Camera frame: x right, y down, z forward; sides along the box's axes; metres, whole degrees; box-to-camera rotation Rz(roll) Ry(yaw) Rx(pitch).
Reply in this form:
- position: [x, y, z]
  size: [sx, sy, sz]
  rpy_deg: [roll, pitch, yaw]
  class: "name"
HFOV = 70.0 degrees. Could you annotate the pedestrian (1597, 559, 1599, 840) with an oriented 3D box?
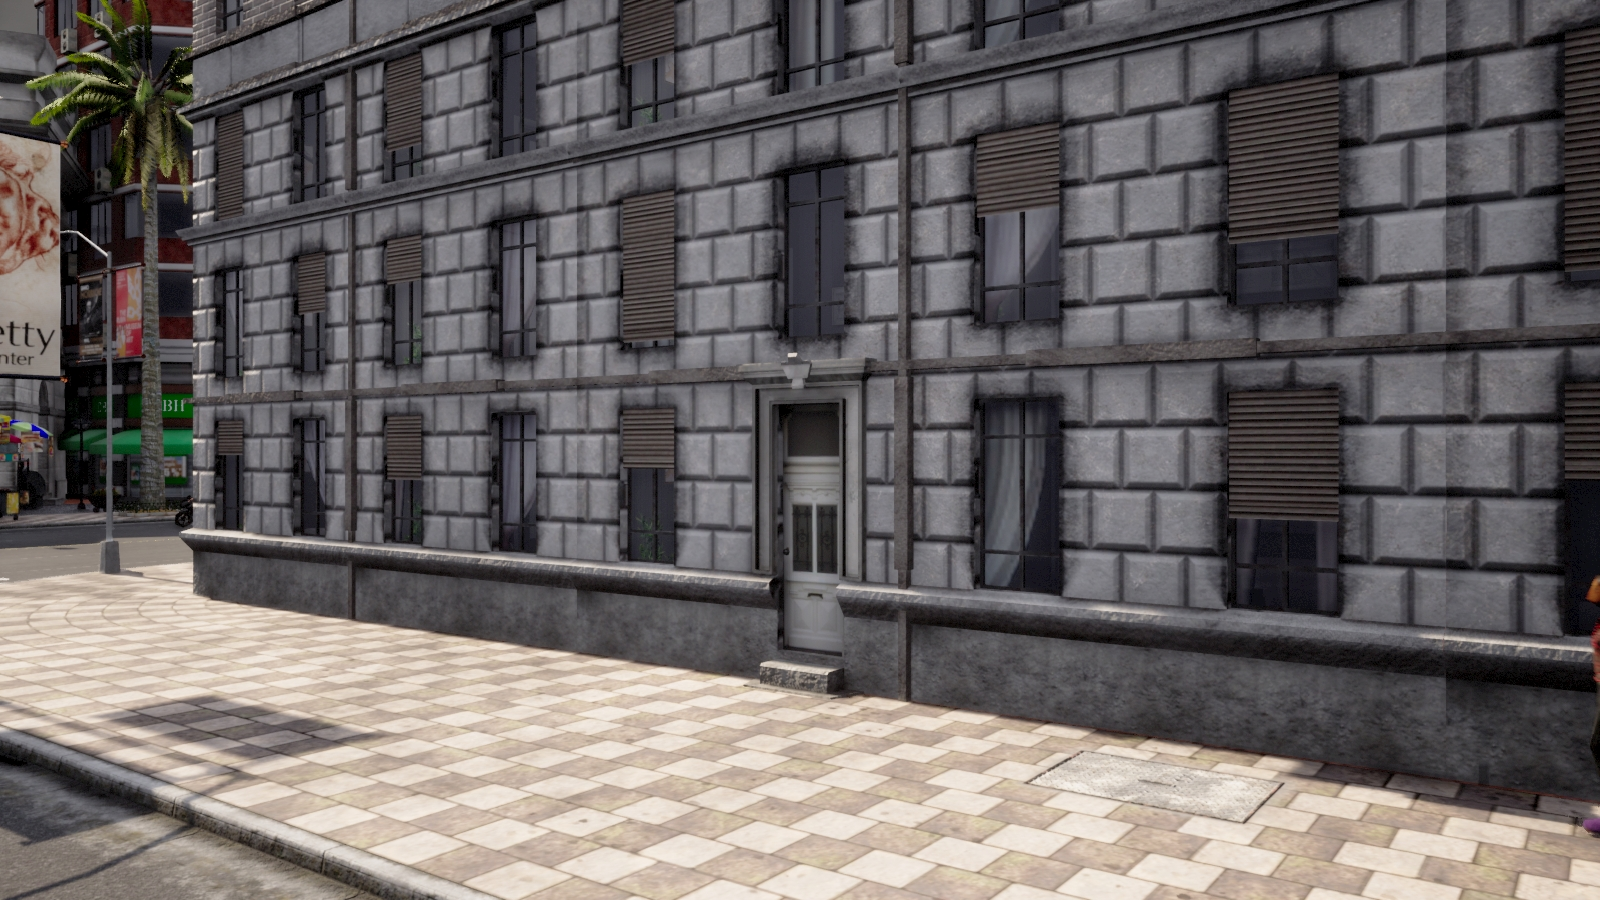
- position: [5.636, 1.696, 7.742]
  size: [0.375, 1.860, 0.375]
  rpy_deg: [0, 0, 34]
  class: "pedestrian"
